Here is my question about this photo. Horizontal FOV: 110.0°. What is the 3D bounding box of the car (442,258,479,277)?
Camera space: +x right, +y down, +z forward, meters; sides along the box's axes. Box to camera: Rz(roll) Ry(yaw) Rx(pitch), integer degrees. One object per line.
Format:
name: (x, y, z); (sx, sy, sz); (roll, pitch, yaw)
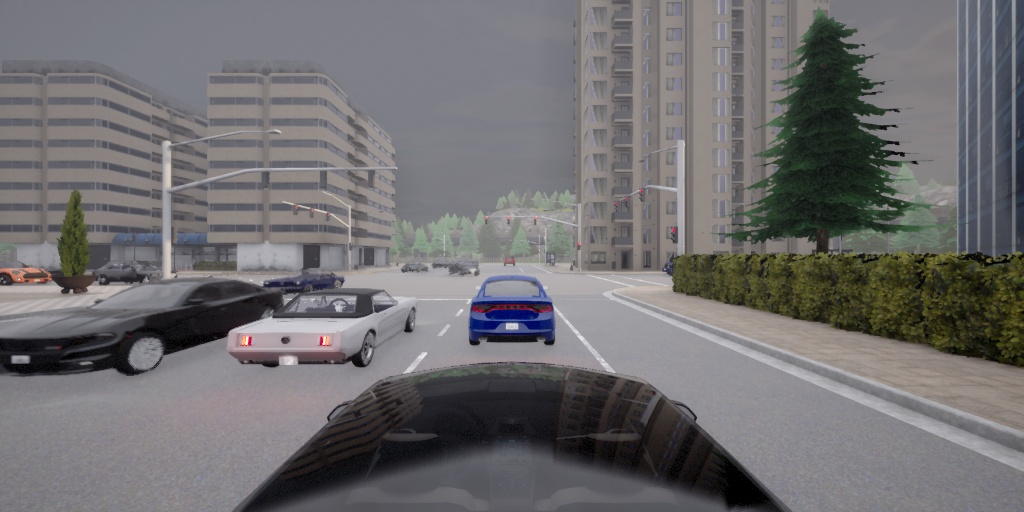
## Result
car: (-4.876, 1.241, 35.704); (2.128, 1.511, 4.902); (0, 0, -30)

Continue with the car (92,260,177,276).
car: (-25.946, 1.241, 24.780); (4.902, 1.511, 2.128); (0, 0, 1)

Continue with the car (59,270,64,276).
car: (-38.613, 1.351, 28.318); (4.718, 1.301, 1.895); (0, 0, 0)

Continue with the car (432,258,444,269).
car: (-11.074, 1.103, 56.131); (2.097, 1.767, 4.553); (0, 0, 0)

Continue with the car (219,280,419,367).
car: (-3.496, 1.351, 7.841); (1.895, 1.301, 4.718); (0, 0, 0)

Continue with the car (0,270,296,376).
car: (-7.152, 1.227, 7.699); (1.882, 1.535, 5.008); (0, 0, -1)

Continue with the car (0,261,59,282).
car: (-35.097, 1.102, 24.810); (4.553, 1.767, 2.097); (0, 0, 0)

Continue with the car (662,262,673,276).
car: (17.894, 0.971, 35.453); (5.566, 2.045, 2.150); (0, 0, 0)

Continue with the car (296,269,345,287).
car: (-10.752, 1.351, 18.910); (1.895, 1.301, 4.718); (0, 0, -1)

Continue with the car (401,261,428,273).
car: (-11.457, 1.314, 42.459); (1.994, 1.385, 4.181); (0, 0, 8)

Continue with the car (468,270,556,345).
car: (-0.004, 1.228, 9.507); (1.882, 1.535, 5.008); (0, 0, 0)
